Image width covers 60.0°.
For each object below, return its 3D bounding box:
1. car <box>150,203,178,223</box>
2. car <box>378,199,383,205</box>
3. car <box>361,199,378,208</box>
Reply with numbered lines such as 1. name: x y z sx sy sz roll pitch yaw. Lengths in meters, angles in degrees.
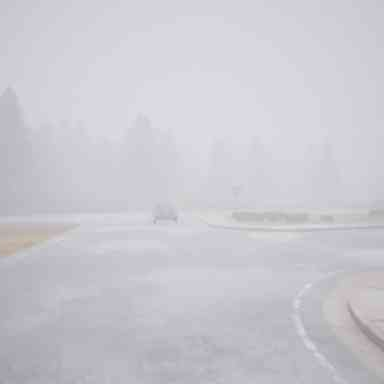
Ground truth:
1. car: -2.233 1.583 25.907 2.033 1.411 5.357 0 0 -10
2. car: 26.382 1.664 42.429 4.193 1.474 1.816 0 -6 -24
3. car: 28.153 1.794 50.175 5.357 1.411 2.033 0 0 -21
